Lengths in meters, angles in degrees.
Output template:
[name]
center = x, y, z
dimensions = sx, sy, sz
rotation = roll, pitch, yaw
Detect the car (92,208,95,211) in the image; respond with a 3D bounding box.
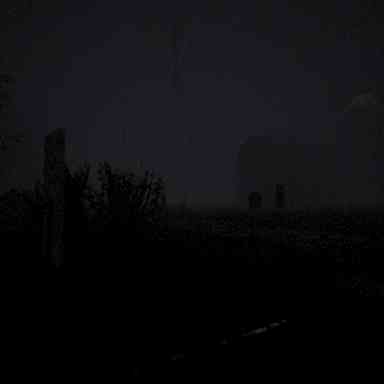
[car]
center = -13.599, 2.164, 48.456
dimensions = 1.994, 1.385, 4.181
rotation = 1, -1, -34
